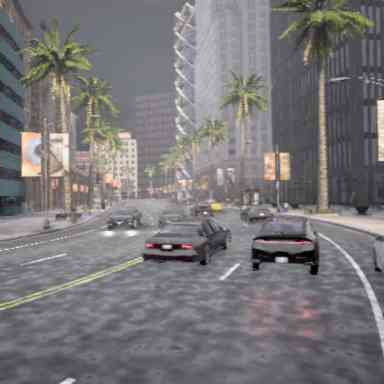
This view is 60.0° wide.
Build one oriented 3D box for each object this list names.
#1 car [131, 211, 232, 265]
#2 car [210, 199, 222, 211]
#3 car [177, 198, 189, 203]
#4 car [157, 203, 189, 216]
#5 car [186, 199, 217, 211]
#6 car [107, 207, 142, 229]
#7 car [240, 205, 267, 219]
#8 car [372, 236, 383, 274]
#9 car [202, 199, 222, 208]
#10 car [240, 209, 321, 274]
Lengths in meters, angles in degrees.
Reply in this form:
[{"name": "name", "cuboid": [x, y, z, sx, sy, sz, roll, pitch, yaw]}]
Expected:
[{"name": "car", "cuboid": [0.057, 1.665, 12.172, 2.033, 1.411, 5.357, -1, -1, 18]}, {"name": "car", "cuboid": [2.603, 1.846, 45.407, 1.801, 1.575, 5.366, -1, -1, -10]}, {"name": "car", "cuboid": [-1.834, 2.233, 86.982, 2.185, 1.767, 4.553, -1, -1, -10]}, {"name": "car", "cuboid": [-1.374, 1.795, 24.606, 1.837, 1.490, 4.892, -1, -1, 0]}, {"name": "car", "cuboid": [0.939, 1.825, 34.879, 1.837, 1.490, 4.892, -1, -1, -8]}, {"name": "car", "cuboid": [-4.869, 1.876, 24.692, 1.837, 1.490, 4.892, -1, -1, 0]}, {"name": "car", "cuboid": [5.254, 1.729, 27.644, 1.994, 1.385, 4.181, -1, -1, -4]}, {"name": "car", "cuboid": [5.419, 1.493, 7.653, 1.812, 1.442, 4.674, -1, -1, 21]}, {"name": "car", "cuboid": [3.440, 1.977, 58.085, 2.231, 1.521, 4.892, -1, -1, -10]}, {"name": "car", "cuboid": [3.116, 1.537, 10.862, 2.128, 1.511, 4.902, -1, -1, 19]}]
